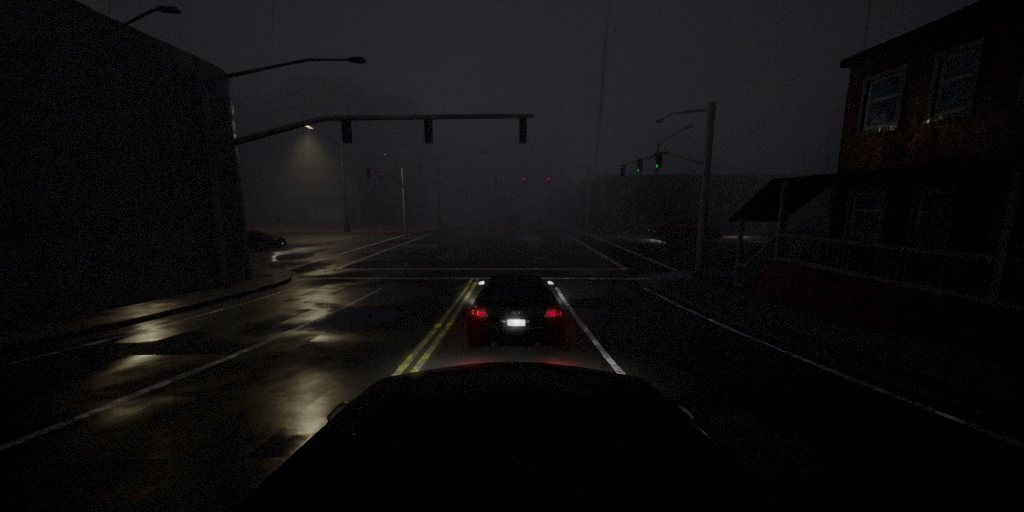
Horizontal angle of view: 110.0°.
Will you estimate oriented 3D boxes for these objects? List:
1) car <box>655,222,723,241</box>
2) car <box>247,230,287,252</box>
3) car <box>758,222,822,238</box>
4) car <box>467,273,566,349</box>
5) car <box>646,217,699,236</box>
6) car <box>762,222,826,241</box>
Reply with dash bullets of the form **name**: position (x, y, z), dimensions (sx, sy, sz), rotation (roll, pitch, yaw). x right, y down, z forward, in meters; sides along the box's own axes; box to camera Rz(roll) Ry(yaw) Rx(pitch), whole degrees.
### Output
- **car**: position (16.861, -2.175, 33.849), dimensions (5.357, 1.411, 2.033), rotation (0, 8, 0)
- **car**: position (-19.663, -1.182, 26.962), dimensions (4.892, 1.490, 1.837), rotation (0, 8, 1)
- **car**: position (28.763, -2.733, 37.214), dimensions (4.902, 1.511, 2.128), rotation (0, 8, 0)
- **car**: position (0.098, 1.092, 8.671), dimensions (1.994, 1.385, 4.181), rotation (0, 3, 0)
- **car**: position (16.996, -3.007, 37.263), dimensions (5.566, 2.045, 2.150), rotation (0, 8, 0)
- **car**: position (26.958, -2.239, 33.764), dimensions (5.008, 1.535, 1.882), rotation (0, 8, 0)
